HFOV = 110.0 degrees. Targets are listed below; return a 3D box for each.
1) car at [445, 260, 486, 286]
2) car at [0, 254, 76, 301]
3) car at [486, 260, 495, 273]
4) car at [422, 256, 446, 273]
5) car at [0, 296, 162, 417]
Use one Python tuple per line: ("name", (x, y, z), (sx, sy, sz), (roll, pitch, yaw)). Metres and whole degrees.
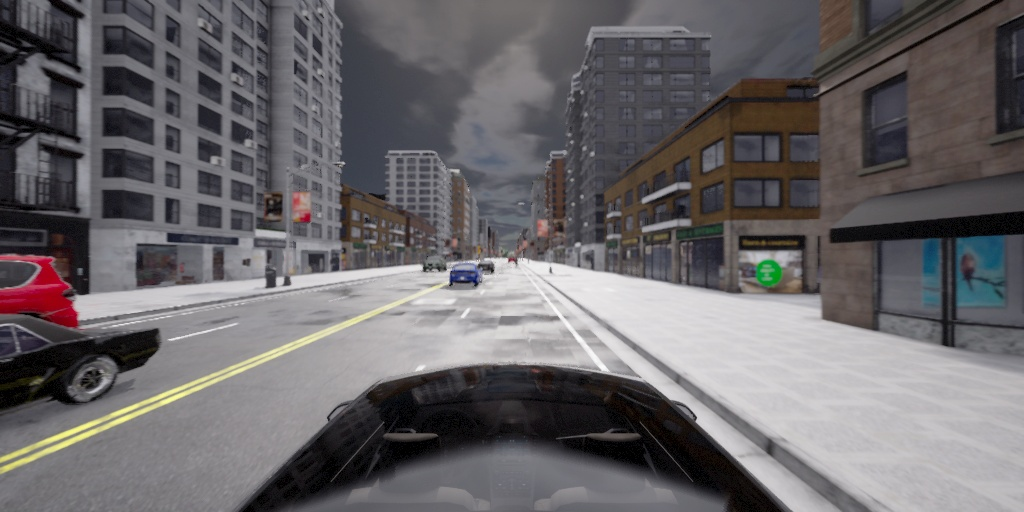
("car", (-3.149, 1.249, 25.217), (1.882, 1.535, 5.008), (0, 0, 0))
("car", (-9.851, 0.974, 4.869), (2.150, 2.045, 5.566), (0, 0, 0))
("car", (-3.151, 1.268, 44.790), (1.882, 1.535, 5.008), (0, 0, 0))
("car", (-9.836, 1.013, 45.907), (2.150, 2.045, 5.566), (0, 0, 0))
("car", (-6.601, 1.352, 3.531), (1.895, 1.301, 4.718), (0, 0, 0))
